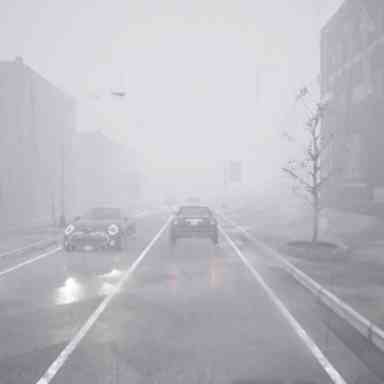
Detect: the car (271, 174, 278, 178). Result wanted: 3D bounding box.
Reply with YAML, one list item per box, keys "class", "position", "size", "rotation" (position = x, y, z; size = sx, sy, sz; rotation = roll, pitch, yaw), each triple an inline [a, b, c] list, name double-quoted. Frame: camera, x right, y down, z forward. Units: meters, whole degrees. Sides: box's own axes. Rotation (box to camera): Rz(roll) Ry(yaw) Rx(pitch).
- class: "car"
  position: [22.061, -3.842, 83.108]
  size: [2.002, 1.452, 4.674]
  rotation: [0, 1, -3]

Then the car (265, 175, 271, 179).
- class: "car"
  position: [21.825, -3.979, 88.650]
  size: [2.231, 1.521, 4.892]
  rotation: [0, 1, -1]

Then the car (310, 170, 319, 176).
- class: "car"
  position: [24.212, -3.431, 60.902]
  size: [2.002, 1.452, 4.674]
  rotation: [0, 1, -7]

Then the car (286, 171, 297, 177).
- class: "car"
  position: [22.886, -3.803, 72.066]
  size: [2.185, 1.767, 4.553]
  rotation: [0, 1, -5]

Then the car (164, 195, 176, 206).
- class: "car"
  position: [-3.575, 1.333, 55.884]
  size: [2.097, 1.767, 4.553]
  rotation: [0, 0, 1]

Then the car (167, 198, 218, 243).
- class: "car"
  position: [0.093, 1.346, 16.277]
  size: [2.097, 1.767, 4.553]
  rotation: [0, 0, 0]

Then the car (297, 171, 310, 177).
- class: "car"
  position: [23.508, -3.543, 66.375]
  size: [2.163, 1.488, 4.792]
  rotation: [0, 1, -6]

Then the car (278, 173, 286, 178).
- class: "car"
  position: [22.415, -3.780, 77.571]
  size: [2.097, 1.535, 5.008]
  rotation: [0, 1, -4]

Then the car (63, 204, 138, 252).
- class: "car"
  position: [-3.605, 1.346, 13.778]
  size: [2.097, 1.767, 4.553]
  rotation: [0, 0, 0]
